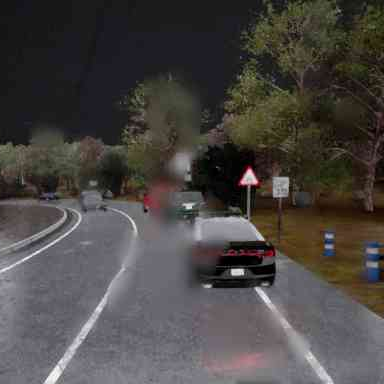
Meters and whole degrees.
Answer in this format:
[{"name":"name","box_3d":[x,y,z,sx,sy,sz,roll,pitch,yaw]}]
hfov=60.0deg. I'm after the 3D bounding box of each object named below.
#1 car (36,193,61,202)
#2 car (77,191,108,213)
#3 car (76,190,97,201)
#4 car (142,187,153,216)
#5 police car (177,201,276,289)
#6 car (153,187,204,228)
[{"name":"car","box_3d":[-23.801,0.861,54.968,4.718,1.301,1.895,-2,4,38]},{"name":"car","box_3d":[-8.695,0.981,29.242,1.837,1.490,4.892,-2,2,-24]},{"name":"car","box_3d":[-14.000,0.494,44.939,2.097,1.767,4.553,-5,3,-39]},{"name":"car","box_3d":[-2.371,0.636,25.322,2.150,2.045,5.566,-2,2,-18]},{"name":"police car","box_3d":[0.715,1.291,9.053,1.930,1.638,5.238,0,2,-4]},{"name":"car","box_3d":[-0.722,0.799,19.272,2.150,2.045,5.566,-1,2,-12]}]
